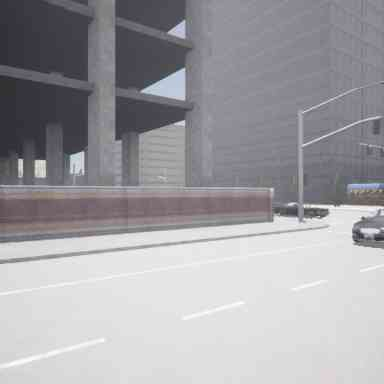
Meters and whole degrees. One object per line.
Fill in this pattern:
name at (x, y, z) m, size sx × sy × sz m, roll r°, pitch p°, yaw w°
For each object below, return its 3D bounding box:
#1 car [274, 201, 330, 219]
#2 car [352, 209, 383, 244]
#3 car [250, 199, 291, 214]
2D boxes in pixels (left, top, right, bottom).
car at (9.629, 1.601, 29.283) m, size 1.895 × 1.301 × 4.718 m, roll 0°, pitch 0°, yaw -36°
car at (8.979, 1.491, 14.856) m, size 4.902 × 1.511 × 2.128 m, roll 0°, pitch 0°, yaw -39°
car at (8.575, 1.564, 36.688) m, size 1.994 × 1.385 × 4.181 m, roll 0°, pitch 0°, yaw -36°
